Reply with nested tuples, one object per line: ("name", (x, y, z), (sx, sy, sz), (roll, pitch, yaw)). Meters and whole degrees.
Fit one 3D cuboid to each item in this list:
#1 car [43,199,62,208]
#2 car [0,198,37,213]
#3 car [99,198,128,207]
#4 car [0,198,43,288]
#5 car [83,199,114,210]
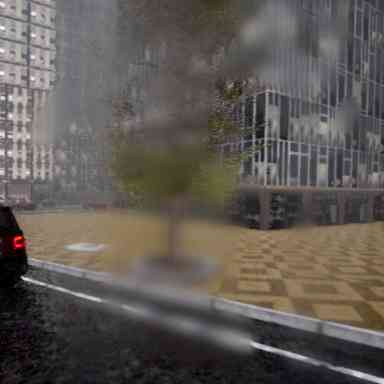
("car", (-23.642, 1.864, 54.573), (4.403, 1.369, 2.008), (0, 1, -34))
("car", (-23.868, 1.772, 44.866), (5.009, 1.841, 2.192), (0, 1, -34))
("car", (-14.425, 1.917, 60.879), (4.829, 1.417, 1.752), (0, 1, -34))
("car", (-6.214, 1.244, 8.076), (5.566, 2.045, 2.150), (0, 0, 36))
("car", (-14.516, 2.081, 51.272), (4.507, 1.381, 1.887), (0, 1, -34))
